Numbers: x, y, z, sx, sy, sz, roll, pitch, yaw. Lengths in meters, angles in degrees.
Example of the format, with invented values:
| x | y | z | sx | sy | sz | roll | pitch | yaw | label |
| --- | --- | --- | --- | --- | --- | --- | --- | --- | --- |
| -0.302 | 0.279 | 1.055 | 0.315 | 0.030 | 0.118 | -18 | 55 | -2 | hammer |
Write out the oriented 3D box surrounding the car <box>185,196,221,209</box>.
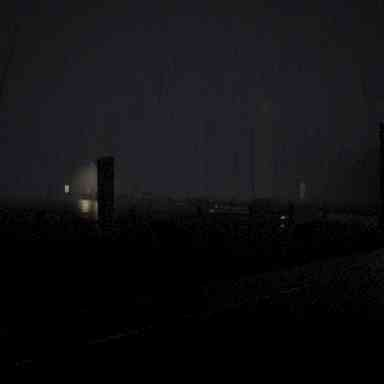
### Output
| x | y | z | sx | sy | sz | roll | pitch | yaw | label |
| --- | --- | --- | --- | --- | --- | --- | --- | --- | --- |
| 1.247 | 1.255 | 40.643 | 2.033 | 1.411 | 5.357 | -1 | 1 | -36 | car |

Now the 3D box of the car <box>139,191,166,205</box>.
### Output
| x | y | z | sx | sy | sz | roll | pitch | yaw | label |
| --- | --- | --- | --- | --- | --- | --- | --- | --- | --- |
| -6.065 | 0.808 | 50.859 | 2.150 | 2.045 | 5.566 | -1 | 1 | -36 | car |

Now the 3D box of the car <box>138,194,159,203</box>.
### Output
| x | y | z | sx | sy | sz | roll | pitch | yaw | label |
| --- | --- | --- | --- | --- | --- | --- | --- | --- | --- |
| -7.637 | 1.025 | 57.998 | 1.812 | 1.442 | 4.674 | -1 | 1 | -35 | car |

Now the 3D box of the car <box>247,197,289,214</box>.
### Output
| x | y | z | sx | sy | sz | roll | pitch | yaw | label |
| --- | --- | --- | --- | --- | --- | --- | --- | --- | --- |
| 7.421 | 1.312 | 32.035 | 1.837 | 1.490 | 4.892 | -1 | 1 | -36 | car |

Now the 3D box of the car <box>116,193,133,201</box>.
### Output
| x | y | z | sx | sy | sz | roll | pitch | yaw | label |
| --- | --- | --- | --- | --- | --- | --- | --- | --- | --- |
| -13.465 | 0.879 | 66.055 | 1.882 | 1.535 | 5.008 | -1 | 1 | -36 | car |
